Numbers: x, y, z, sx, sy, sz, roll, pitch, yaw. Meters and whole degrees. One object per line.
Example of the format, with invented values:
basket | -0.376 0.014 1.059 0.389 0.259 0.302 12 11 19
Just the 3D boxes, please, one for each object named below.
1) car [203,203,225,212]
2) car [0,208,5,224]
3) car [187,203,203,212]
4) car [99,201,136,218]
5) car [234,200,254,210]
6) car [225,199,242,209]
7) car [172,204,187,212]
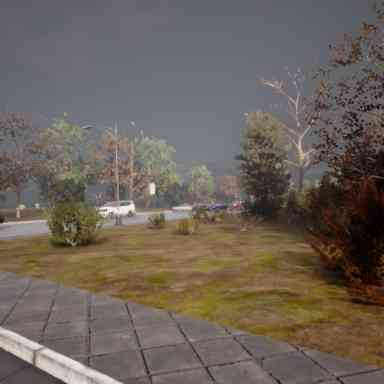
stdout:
car | 4.171 2.433 53.115 1.895 1.301 4.718 -3 -2 32
car | -17.638 2.056 25.812 2.150 2.045 5.566 -3 -2 34
car | 1.947 2.552 56.356 2.033 1.411 5.357 -3 -2 32
car | -9.039 2.092 39.044 2.150 2.045 5.566 -3 -2 32
car | 9.732 2.404 61.890 1.882 1.535 5.008 -3 -2 33
car | 7.594 2.036 52.009 2.097 1.767 4.553 -3 -2 32
car | -1.447 2.754 57.534 1.895 1.301 4.718 -3 -2 32
